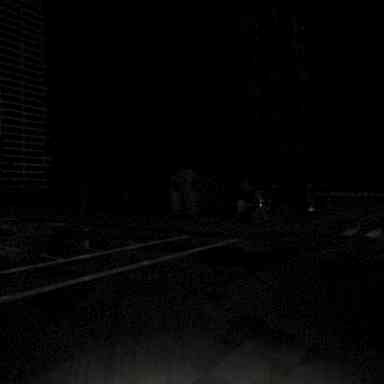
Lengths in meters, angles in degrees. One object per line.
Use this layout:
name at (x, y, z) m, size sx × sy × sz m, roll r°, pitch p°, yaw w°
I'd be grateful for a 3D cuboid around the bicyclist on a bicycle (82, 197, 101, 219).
bicyclist on a bicycle at (-7.493, 1.168, 24.779) m, size 0.582 × 1.620 × 1.656 m, roll 0°, pitch 1°, yaw 37°
